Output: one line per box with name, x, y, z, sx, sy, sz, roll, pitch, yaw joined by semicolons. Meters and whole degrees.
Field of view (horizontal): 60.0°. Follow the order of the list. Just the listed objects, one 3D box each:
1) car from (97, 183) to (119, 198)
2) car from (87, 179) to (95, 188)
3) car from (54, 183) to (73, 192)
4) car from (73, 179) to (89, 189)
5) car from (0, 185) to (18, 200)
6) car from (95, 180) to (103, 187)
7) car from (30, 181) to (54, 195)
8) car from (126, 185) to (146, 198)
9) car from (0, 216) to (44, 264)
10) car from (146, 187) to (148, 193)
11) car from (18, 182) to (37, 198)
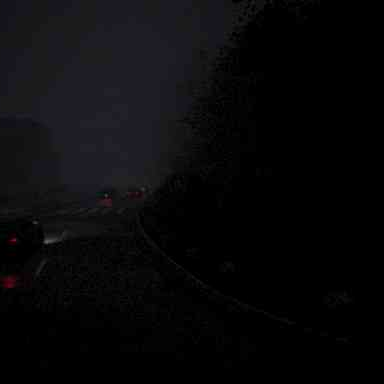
car;-10.893;0.019;44.098;1.837;1.490;4.892;0;3;-3
car;-24.763;-1.952;76.643;2.435;2.045;5.566;0;3;-4
car;-23.727;-0.868;60.130;2.163;1.488;4.792;0;3;-4
car;-24.419;-1.434;71.182;2.231;1.521;4.892;0;3;-4
car;-22.319;0.184;37.819;1.946;1.575;5.366;0;3;-4
car;-25.412;-2.157;86.043;2.231;1.521;4.892;0;3;-3
car;-23.027;-0.614;49.106;2.435;2.045;5.566;0;3;-4
car;-7.680;0.059;44.438;2.033;1.411;5.357;0;3;-3
car;-6.474;1.527;11.569;1.994;1.385;4.181;0;1;-16
car;-8.394;-0.477;54.958;1.812;1.442;4.674;0;3;-3
car;-22.666;-0.084;43.327;1.946;1.575;5.366;0;3;-4
